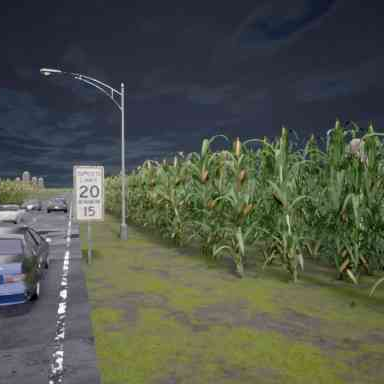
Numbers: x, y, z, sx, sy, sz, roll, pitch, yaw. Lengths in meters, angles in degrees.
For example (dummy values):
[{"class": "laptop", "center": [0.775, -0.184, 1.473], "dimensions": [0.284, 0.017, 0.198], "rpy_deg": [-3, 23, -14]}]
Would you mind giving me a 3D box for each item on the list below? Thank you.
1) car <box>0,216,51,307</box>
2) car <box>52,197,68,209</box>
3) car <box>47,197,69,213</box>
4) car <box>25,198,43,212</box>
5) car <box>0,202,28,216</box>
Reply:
[{"class": "car", "center": [-4.506, 1.548, 7.909], "dimensions": [2.033, 1.411, 5.357], "rpy_deg": [0, 0, -20]}, {"class": "car", "center": [-18.102, 1.469, 45.788], "dimensions": [1.837, 1.490, 4.892], "rpy_deg": [0, 0, -20]}, {"class": "car", "center": [-14.656, 1.542, 36.339], "dimensions": [1.994, 1.385, 4.181], "rpy_deg": [0, 0, -19]}, {"class": "car", "center": [-18.406, 1.490, 38.427], "dimensions": [2.128, 1.511, 4.902], "rpy_deg": [0, 0, -19]}, {"class": "car", "center": [-13.190, 1.615, 23.674], "dimensions": [1.895, 1.301, 4.718], "rpy_deg": [0, 0, -20]}]
